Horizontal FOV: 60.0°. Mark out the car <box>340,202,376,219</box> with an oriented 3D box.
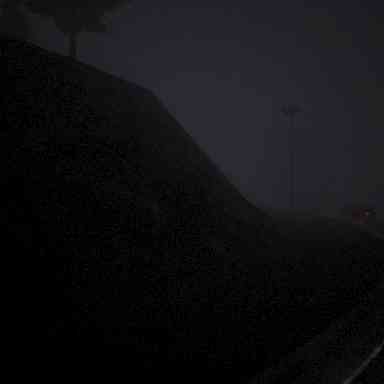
[{"bbox_3d":[15.004,1.641,30.146,1.812,1.442,4.674,0,0,7],"label":"car"}]
